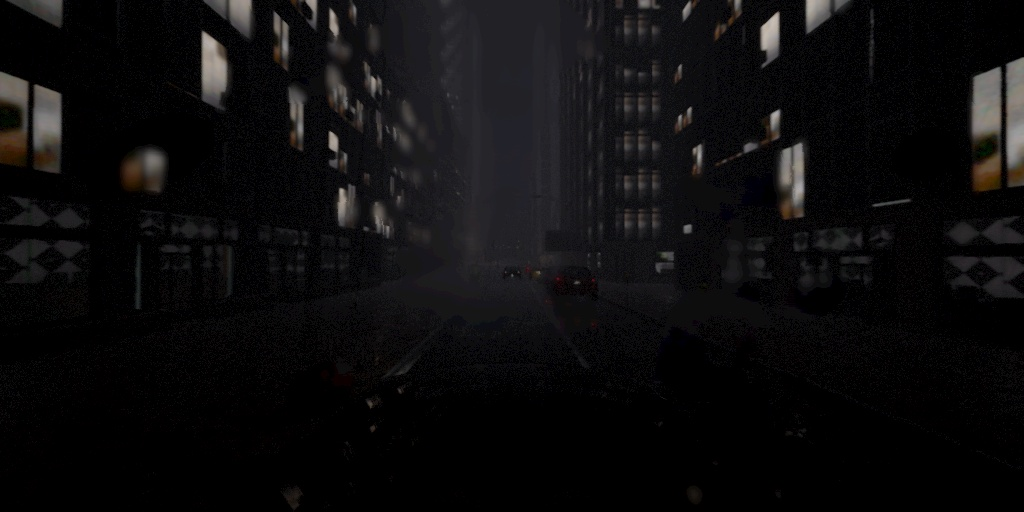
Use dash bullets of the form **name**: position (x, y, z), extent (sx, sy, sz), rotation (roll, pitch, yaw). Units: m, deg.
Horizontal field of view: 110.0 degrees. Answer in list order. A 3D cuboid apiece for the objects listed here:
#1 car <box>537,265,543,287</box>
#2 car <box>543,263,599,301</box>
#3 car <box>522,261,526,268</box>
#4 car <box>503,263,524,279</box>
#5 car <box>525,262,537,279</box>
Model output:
- **car**: position (3.034, 1.483, 25.621), extent (1.812, 1.442, 4.674), rotation (0, 0, 0)
- **car**: position (2.995, 1.250, 18.593), extent (2.097, 1.767, 4.553), rotation (0, 0, 0)
- **car**: position (2.586, 1.683, 47.135), extent (1.888, 1.381, 4.507), rotation (0, 0, 0)
- **car**: position (0.042, 1.656, 37.589), extent (1.895, 1.301, 4.718), rotation (0, 0, 1)
- **car**: position (2.580, 1.570, 36.203), extent (1.751, 1.417, 4.829), rotation (0, 0, 0)
